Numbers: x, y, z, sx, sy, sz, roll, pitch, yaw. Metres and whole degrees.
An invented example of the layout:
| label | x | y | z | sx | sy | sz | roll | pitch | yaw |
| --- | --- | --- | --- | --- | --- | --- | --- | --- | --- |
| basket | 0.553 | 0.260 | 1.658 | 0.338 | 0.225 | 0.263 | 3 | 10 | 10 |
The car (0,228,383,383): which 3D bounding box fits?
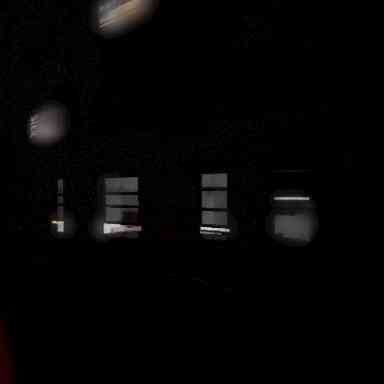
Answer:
| label | x | y | z | sx | sy | sz | roll | pitch | yaw |
| --- | --- | --- | --- | --- | --- | --- | --- | --- | --- |
| car | -0.717 | 1.313 | 3.388 | 5.009 | 1.841 | 2.192 | 0 | 0 | 35 |
